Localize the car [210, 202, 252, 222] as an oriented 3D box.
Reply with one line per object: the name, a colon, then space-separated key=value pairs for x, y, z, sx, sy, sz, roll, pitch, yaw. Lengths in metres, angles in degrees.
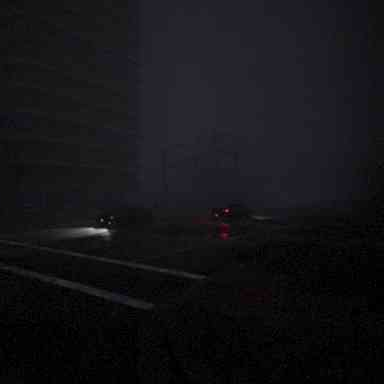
car: x=3.195 y=1.562 z=27.057 sx=1.812 sy=1.442 sz=4.674 roll=0 pitch=0 yaw=35

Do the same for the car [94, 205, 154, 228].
car: x=-4.525 y=1.597 z=22.556 sx=1.994 sy=1.385 sz=4.181 roll=0 pitch=0 yaw=36
